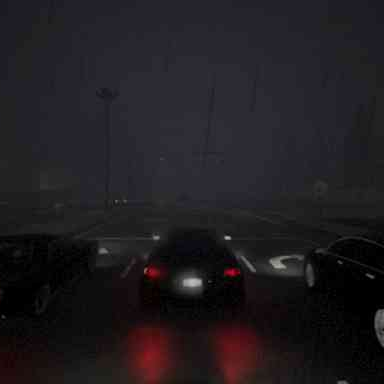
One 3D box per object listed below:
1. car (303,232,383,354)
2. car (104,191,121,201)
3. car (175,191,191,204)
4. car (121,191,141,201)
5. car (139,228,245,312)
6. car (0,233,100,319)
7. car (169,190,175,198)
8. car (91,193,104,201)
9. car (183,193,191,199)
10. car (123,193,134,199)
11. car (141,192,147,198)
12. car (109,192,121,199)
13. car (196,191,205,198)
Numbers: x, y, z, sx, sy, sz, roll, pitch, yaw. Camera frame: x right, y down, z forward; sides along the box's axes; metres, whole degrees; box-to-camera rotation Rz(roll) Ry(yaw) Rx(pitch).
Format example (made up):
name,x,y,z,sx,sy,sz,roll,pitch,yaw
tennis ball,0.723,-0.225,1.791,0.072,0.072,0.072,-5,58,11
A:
name,x,y,z,sx,sy,sz,roll,pitch,yaw
car,3.502,1.463,5.882,1.837,1.490,4.892,0,0,0
car,-16.323,0.737,70.216,2.150,2.045,5.566,0,0,0
car,-1.316,0.966,55.435,2.097,1.767,4.553,0,0,0
car,-12.823,0.737,70.230,2.150,2.045,5.566,0,0,0
car,0.004,1.510,7.704,1.994,1.385,4.181,0,0,0
car,-3.497,1.550,7.203,1.895,1.301,4.718,0,0,0
car,-4.832,0.620,86.441,2.150,2.045,5.566,0,0,0
car,-19.823,1.036,70.228,1.812,1.442,4.674,0,0,0
car,-1.332,0.917,86.807,2.128,1.511,4.902,0,0,0
car,-16.331,0.971,85.822,1.895,1.301,4.718,0,0,0
car,-12.831,0.875,85.858,1.837,1.490,4.892,0,0,0
car,-19.831,0.876,85.840,1.837,1.490,4.892,0,0,0
car,2.168,0.747,86.761,2.097,1.767,4.553,0,0,0
